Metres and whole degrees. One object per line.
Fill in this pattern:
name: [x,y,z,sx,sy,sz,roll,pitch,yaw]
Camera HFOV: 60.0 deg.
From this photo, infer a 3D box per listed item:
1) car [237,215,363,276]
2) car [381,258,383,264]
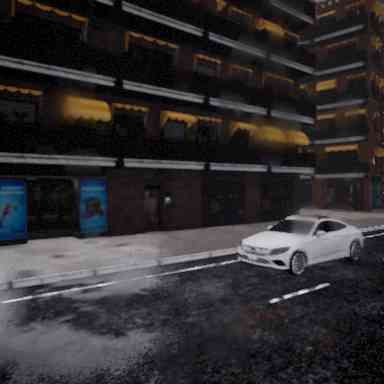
car: [3.497,1.469,10.261,4.674,1.442,1.812,0,0,-36]
car: [6.960,1.525,8.768,4.718,1.301,1.895,-1,0,-36]
